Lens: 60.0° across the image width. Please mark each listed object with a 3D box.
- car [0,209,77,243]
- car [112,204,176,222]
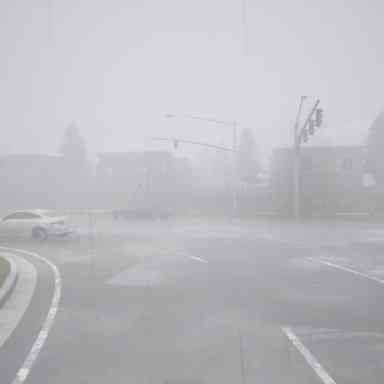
[{"bbox_3d":[-7.835,1.525,15.864,4.674,1.442,1.812,0,0,12],"label":"car"},{"bbox_3d":[-3.727,1.601,25.724,4.718,1.301,1.895,0,0,12],"label":"car"}]
